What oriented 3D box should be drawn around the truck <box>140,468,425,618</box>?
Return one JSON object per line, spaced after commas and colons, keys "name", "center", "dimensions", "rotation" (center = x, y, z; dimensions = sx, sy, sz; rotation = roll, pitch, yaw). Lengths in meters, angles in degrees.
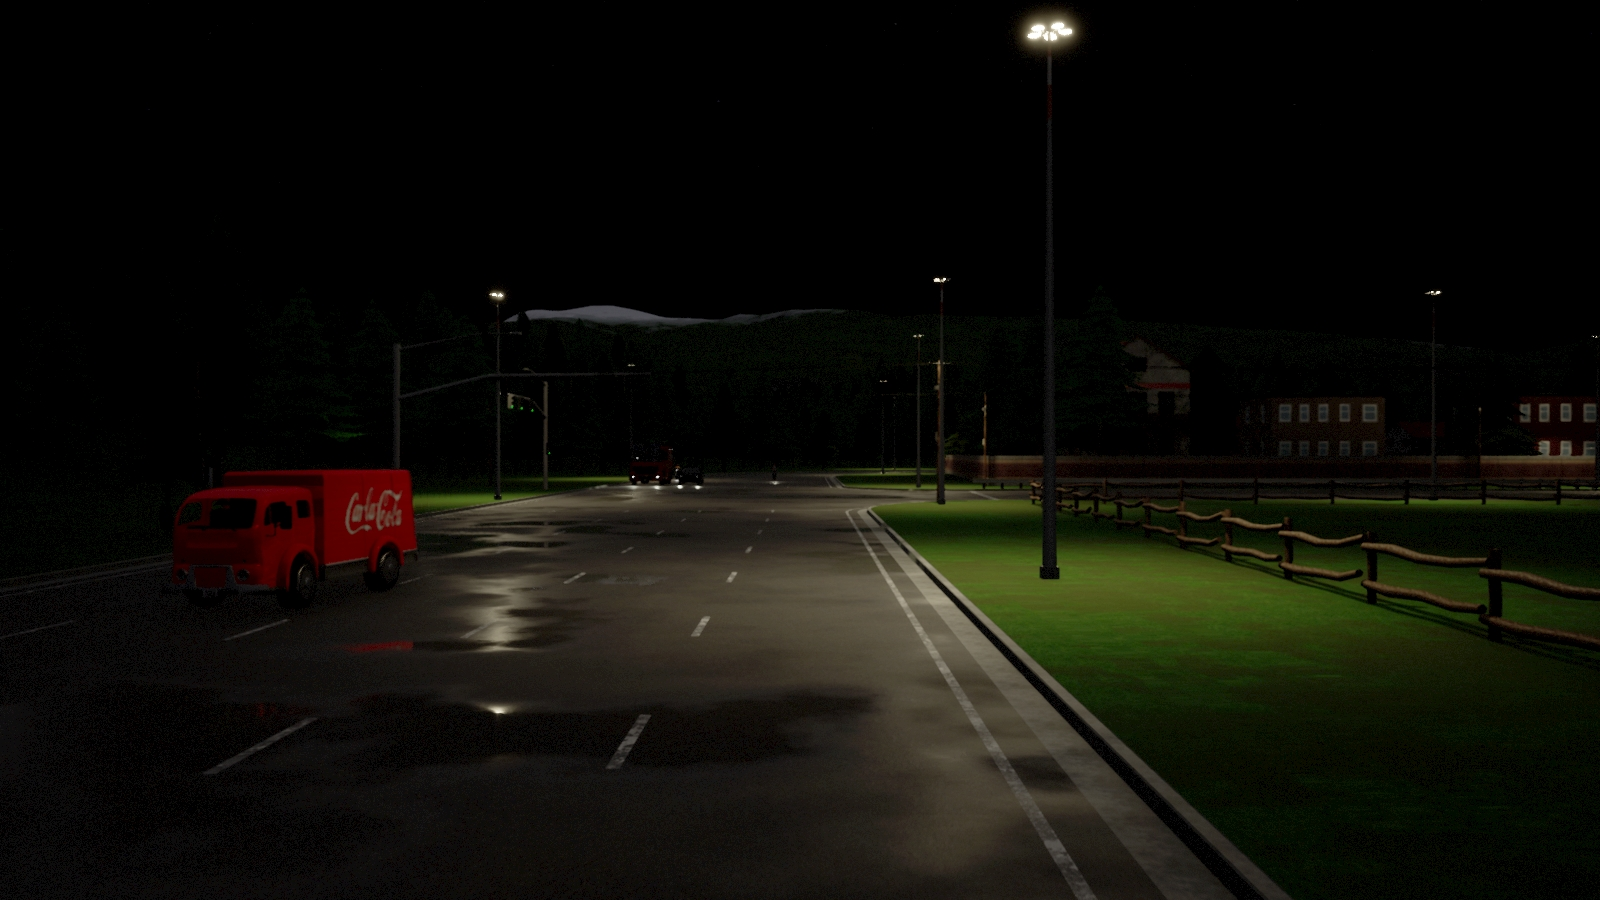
{"name": "truck", "center": [-9.722, 1.623, 22.130], "dimensions": [2.627, 2.467, 5.204], "rotation": [-1, 0, 8]}
